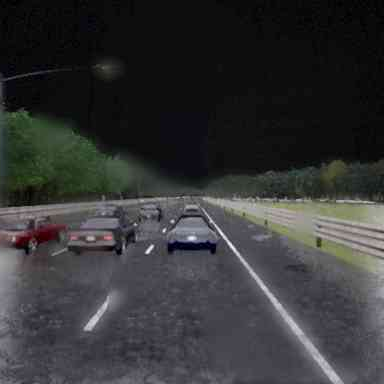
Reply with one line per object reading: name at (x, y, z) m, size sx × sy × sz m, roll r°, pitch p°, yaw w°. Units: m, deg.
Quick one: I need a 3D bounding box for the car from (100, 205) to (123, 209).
car at (-7.005, 1.828, 29.000) m, size 2.033 × 1.411 × 5.357 m, roll 0°, pitch -1°, yaw 0°

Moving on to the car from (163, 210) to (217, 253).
car at (0.001, 1.700, 14.307) m, size 1.994 × 1.385 × 4.181 m, roll 0°, pitch 0°, yaw 0°

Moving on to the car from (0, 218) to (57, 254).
car at (-7.002, 1.735, 14.120) m, size 1.895 × 1.301 × 4.718 m, roll 0°, pitch -1°, yaw 0°

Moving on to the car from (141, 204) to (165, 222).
car at (-3.503, 1.776, 29.307) m, size 2.128 × 1.511 × 4.902 m, roll 0°, pitch 0°, yaw 0°

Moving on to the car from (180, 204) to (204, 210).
car at (-0.002, 1.791, 29.311) m, size 1.837 × 1.490 × 4.892 m, roll 0°, pitch 0°, yaw 0°

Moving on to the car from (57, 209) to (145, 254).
car at (-3.502, 1.680, 14.002) m, size 2.033 × 1.411 × 5.357 m, roll 0°, pitch -1°, yaw 0°
